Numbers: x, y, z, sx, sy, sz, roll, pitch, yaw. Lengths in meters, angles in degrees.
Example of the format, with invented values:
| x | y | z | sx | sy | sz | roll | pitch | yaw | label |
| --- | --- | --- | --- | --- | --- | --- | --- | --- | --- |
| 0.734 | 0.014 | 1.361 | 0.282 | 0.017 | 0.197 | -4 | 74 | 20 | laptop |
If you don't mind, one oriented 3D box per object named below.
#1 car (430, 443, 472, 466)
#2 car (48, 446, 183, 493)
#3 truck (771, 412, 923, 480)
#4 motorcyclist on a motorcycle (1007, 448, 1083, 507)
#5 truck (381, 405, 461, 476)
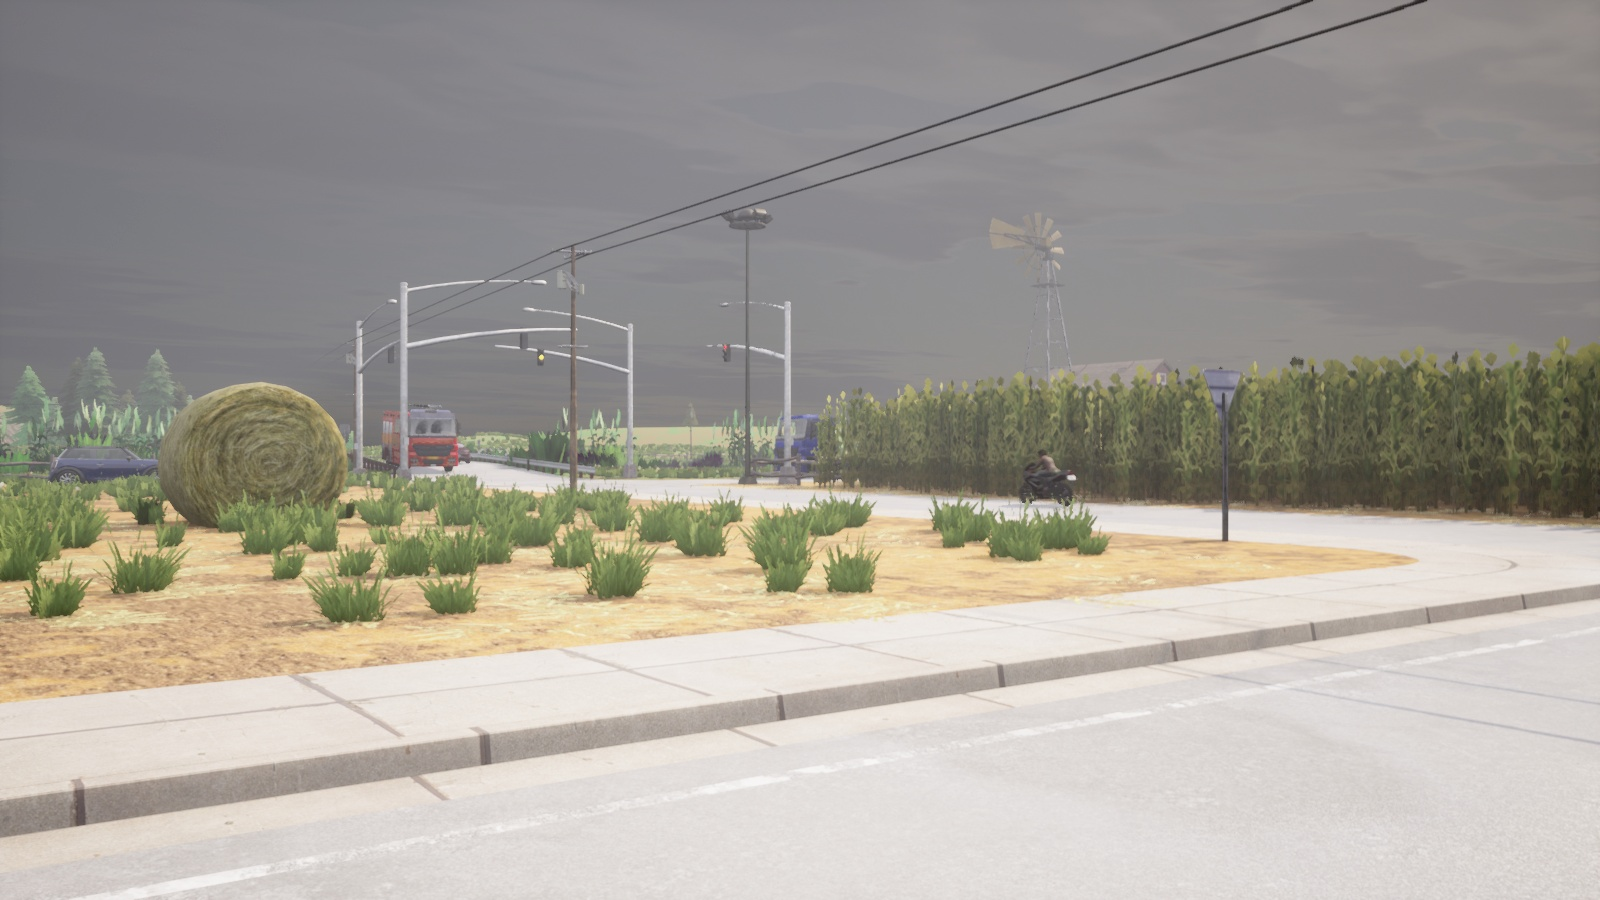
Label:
| x | y | z | sx | sy | sz | roll | pitch | yaw | label |
| --- | --- | --- | --- | --- | --- | --- | --- | --- | --- |
| -22.986 | 0.269 | 82.617 | 1.812 | 1.442 | 4.674 | 0 | 1 | -27 | car |
| -26.927 | 0.749 | 49.437 | 4.553 | 1.767 | 2.097 | 0 | 0 | -31 | car |
| 2.571 | -0.209 | 67.423 | 7.936 | 3.462 | 2.891 | 0 | 0 | -34 | truck |
| 6.578 | 0.726 | 33.785 | 0.797 | 1.523 | 2.044 | 0 | 0 | -34 | motorcyclist on a motorcycle |
| -22.418 | -0.661 | 73.931 | 2.891 | 3.827 | 8.468 | 0 | 3 | -28 | truck |
